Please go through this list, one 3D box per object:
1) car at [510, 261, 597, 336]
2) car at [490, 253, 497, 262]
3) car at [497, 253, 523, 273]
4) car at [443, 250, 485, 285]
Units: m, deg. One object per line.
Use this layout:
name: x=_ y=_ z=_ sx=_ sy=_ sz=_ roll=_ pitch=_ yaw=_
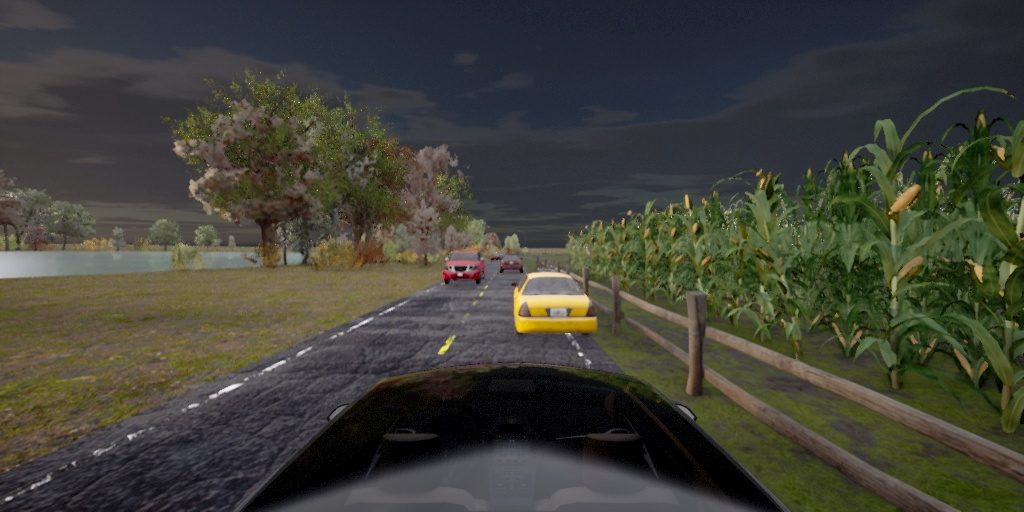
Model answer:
car: x=0.938 y=1.077 z=9.854 sx=1.801 sy=1.575 sz=5.366 roll=0 pitch=1 yaw=0
car: x=-2.973 y=0.366 z=64.888 sx=1.895 sy=1.301 sz=4.718 roll=0 pitch=1 yaw=0
car: x=-0.042 y=0.593 z=34.154 sx=2.097 sy=1.767 sz=4.553 roll=0 pitch=1 yaw=0
car: x=-2.913 y=0.640 z=22.857 sx=2.150 sy=2.045 sz=5.566 roll=0 pitch=1 yaw=0
